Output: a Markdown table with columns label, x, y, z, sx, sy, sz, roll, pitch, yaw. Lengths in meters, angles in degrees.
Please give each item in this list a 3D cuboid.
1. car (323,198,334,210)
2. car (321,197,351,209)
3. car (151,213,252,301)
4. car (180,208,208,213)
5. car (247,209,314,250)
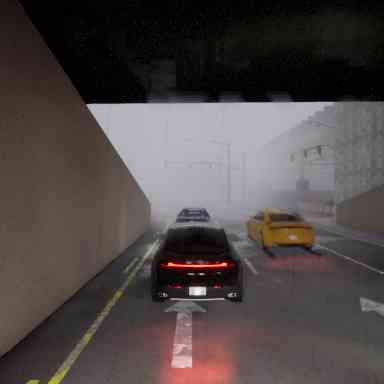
| label | x | y | z | sx | sy | sz | roll | pitch | yaw |
| --- | --- | --- | --- | --- | --- | --- | --- | --- | --- |
| car | 17.616 | 1.453 | 40.596 | 4.974 | 1.542 | 2.038 | 0 | 0 | -45 |
| car | 17.653 | 1.295 | 40.633 | 4.536 | 1.218 | 1.853 | 0 | 0 | -45 |
| car | 0.106 | 1.505 | 8.304 | 1.837 | 1.490 | 4.892 | 0 | 0 | 0 |
| car | 0.102 | 1.547 | 18.050 | 2.033 | 1.411 | 5.357 | 0 | 0 | 3 |
| car | 3.621 | 1.477 | 14.366 | 1.882 | 1.535 | 5.008 | 0 | 0 | 0 |
